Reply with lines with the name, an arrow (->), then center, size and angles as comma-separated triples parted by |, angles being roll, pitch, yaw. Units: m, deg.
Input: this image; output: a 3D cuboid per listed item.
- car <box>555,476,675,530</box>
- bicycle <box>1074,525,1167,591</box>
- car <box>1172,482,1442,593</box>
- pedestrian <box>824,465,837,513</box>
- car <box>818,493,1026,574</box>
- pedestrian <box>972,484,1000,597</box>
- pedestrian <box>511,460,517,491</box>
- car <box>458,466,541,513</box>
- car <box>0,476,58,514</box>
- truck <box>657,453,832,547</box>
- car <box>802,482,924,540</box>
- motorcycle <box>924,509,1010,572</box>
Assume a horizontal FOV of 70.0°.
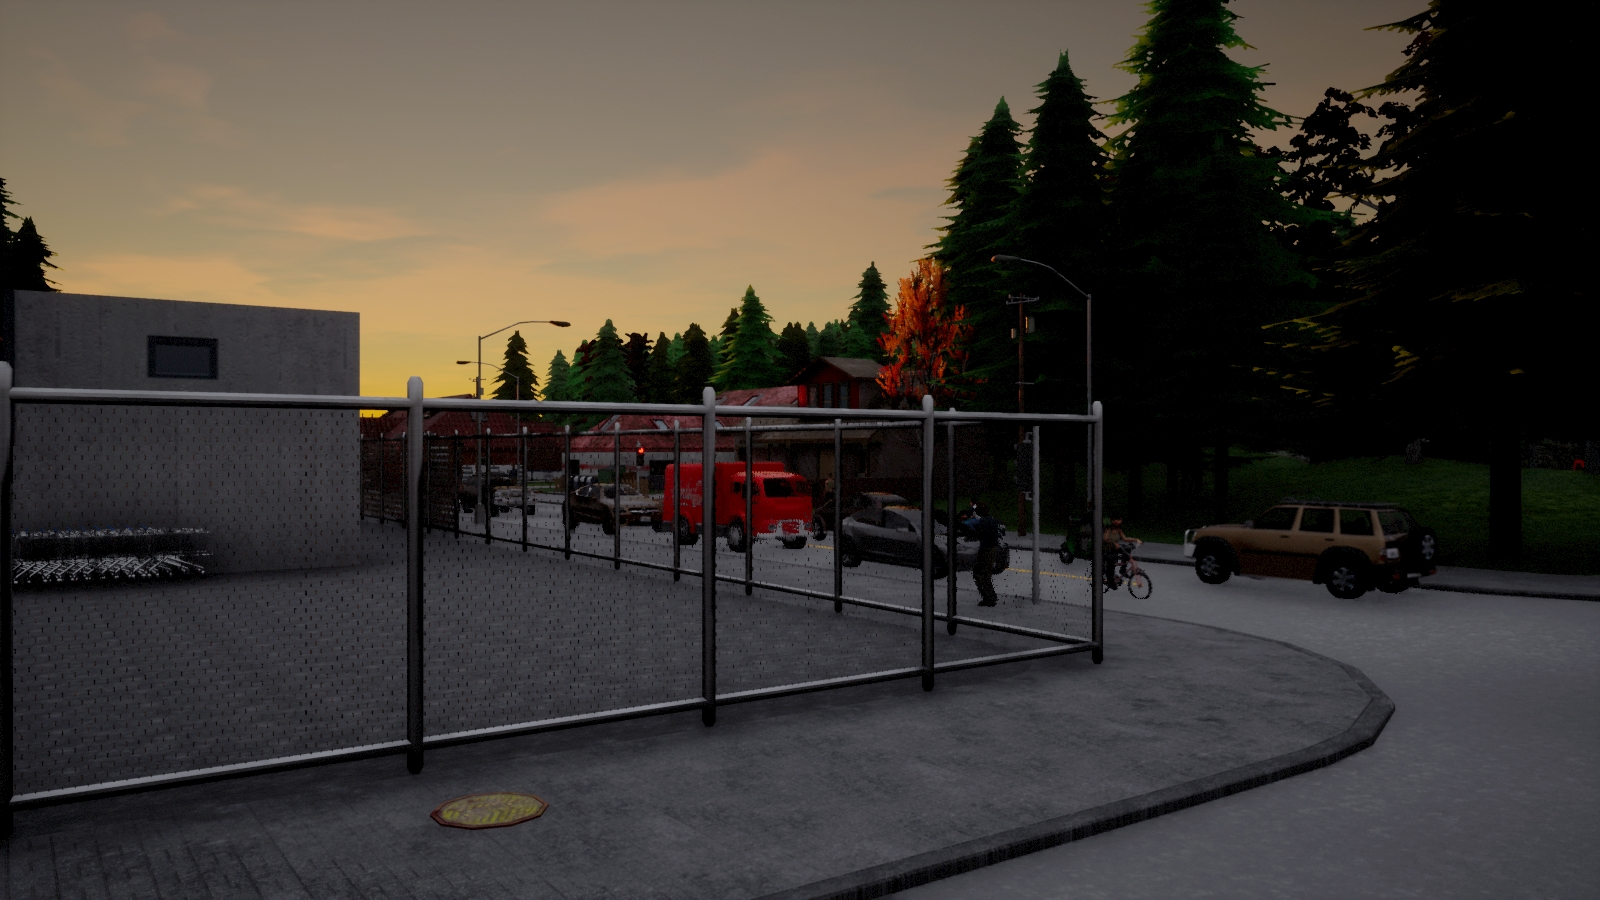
car -> -6.502, 1.769, 39.723 | 2.152, 1.651, 5.027 | 0, 0, -35
bicycle -> 6.061, 2.033, 21.683 | 0.859, 1.080, 1.487 | 0, 0, -35
car -> 10.015, 1.640, 22.901 | 1.932, 1.855, 4.605 | 0, 0, -35
pedestrian -> 1.192, 1.521, 44.983 | 0.375, 1.860, 0.375 | 0, 0, -35
car -> 2.705, 1.840, 26.484 | 2.163, 1.488, 4.792 | 0, 0, -35
pedestrian -> 3.148, 1.515, 19.323 | 0.375, 1.860, 0.375 | 0, 0, 28
pedestrian -> -17.207, 1.519, 68.698 | 0.375, 1.860, 0.375 | 0, 0, -13
car -> -12.930, 1.641, 48.985 | 1.932, 1.855, 4.605 | 0, 0, -35
car -> -33.180, 1.841, 46.536 | 4.892, 1.480, 2.231 | 0, 0, -35
truck -> -1.708, 1.358, 32.808 | 2.627, 2.467, 5.204 | 0, -1, -35
car -> 1.867, 1.802, 34.631 | 1.789, 1.549, 3.705 | 0, 0, -35
motorcycle -> 3.660, 1.959, 25.125 | 0.856, 1.236, 1.805 | 0, 0, -35
